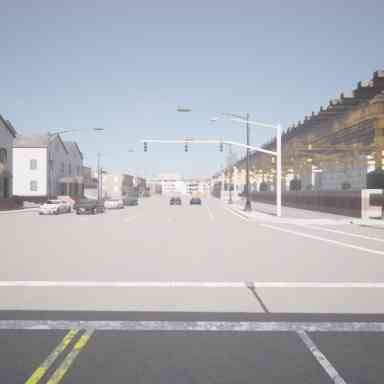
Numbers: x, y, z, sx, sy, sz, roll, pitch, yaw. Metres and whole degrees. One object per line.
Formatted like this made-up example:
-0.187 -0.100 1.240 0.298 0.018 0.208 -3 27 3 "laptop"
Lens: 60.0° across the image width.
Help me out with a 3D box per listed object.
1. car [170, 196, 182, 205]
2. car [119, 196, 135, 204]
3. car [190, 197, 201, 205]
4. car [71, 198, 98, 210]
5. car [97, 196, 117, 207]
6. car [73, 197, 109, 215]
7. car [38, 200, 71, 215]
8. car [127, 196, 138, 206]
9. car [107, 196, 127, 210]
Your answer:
-2.855 1.491 58.997 2.128 1.511 4.902 0 0 1 "car"
-13.170 1.546 67.714 2.033 1.411 5.357 0 0 1 "car"
0.644 1.564 58.921 1.994 1.385 4.181 0 0 1 "car"
-13.792 1.564 42.954 1.994 1.385 4.181 0 0 2 "car"
-13.570 1.504 53.185 1.837 1.490 4.892 0 0 1 "car"
-10.485 1.505 34.541 1.837 1.490 4.892 0 0 1 "car"
-13.993 1.526 34.244 1.812 1.442 4.674 0 0 1 "car"
-10.048 1.477 54.253 1.882 1.535 5.008 0 0 1 "car"
-10.275 1.526 43.778 1.812 1.442 4.674 0 0 1 "car"
